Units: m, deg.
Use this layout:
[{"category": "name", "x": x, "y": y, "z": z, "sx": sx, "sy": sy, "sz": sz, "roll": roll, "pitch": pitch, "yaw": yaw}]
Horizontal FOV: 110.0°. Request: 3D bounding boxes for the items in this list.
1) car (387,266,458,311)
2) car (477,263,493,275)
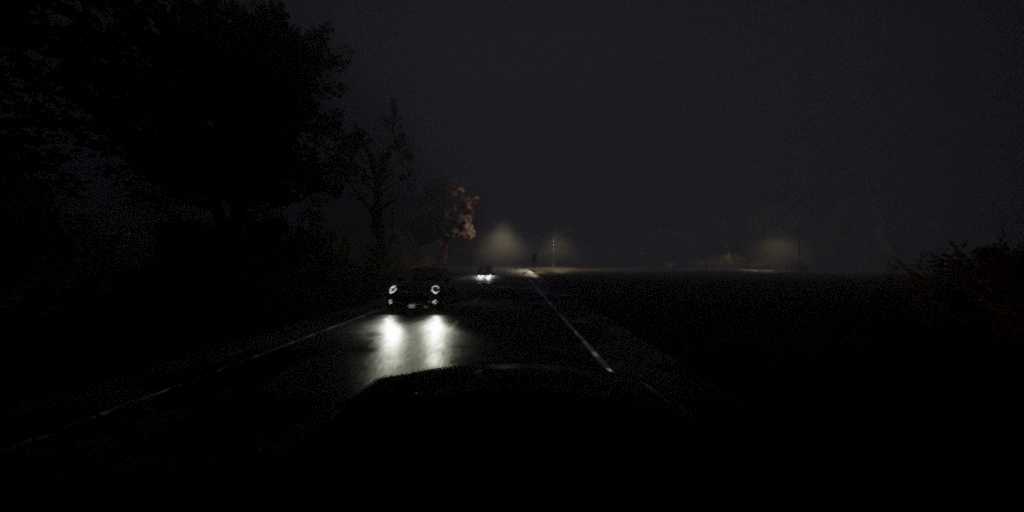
[{"category": "car", "x": -3.605, "y": 1.246, "z": 15.127, "sx": 2.097, "sy": 1.767, "sz": 4.553, "roll": 0, "pitch": -1, "yaw": 0}, {"category": "car", "x": -3.577, "y": 1.733, "z": 48.579, "sx": 2.128, "sy": 1.511, "sz": 4.902, "roll": 0, "pitch": -1, "yaw": 0}]
